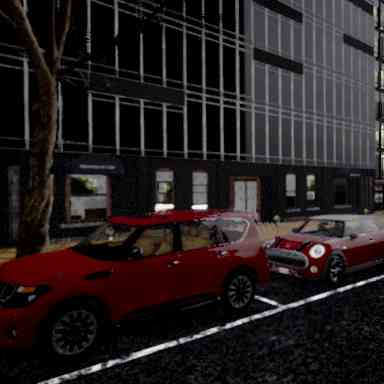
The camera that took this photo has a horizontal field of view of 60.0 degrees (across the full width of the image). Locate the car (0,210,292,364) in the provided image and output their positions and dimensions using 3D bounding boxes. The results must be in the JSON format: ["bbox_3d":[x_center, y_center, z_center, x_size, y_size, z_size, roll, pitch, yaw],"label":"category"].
[{"bbox_3d":[-0.761,1.298,6.026,5.009,1.841,2.192,0,0,-36],"label":"car"}]

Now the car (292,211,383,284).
[{"bbox_3d":[3.878,1.387,9.337,4.097,1.590,1.967,0,0,-36],"label":"car"}]
